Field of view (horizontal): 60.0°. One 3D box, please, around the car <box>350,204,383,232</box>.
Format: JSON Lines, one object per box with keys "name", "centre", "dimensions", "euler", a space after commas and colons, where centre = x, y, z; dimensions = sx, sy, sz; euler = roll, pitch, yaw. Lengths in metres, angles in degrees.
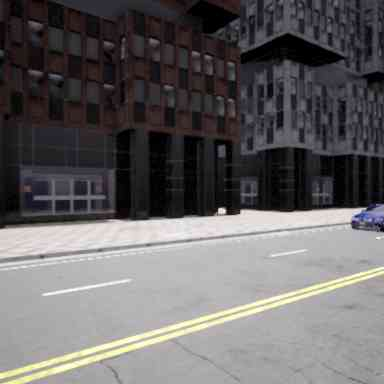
{"name": "car", "centre": [11.326, 1.462, 19.741], "dimensions": [4.674, 1.442, 1.812], "euler": [0, 0, -35]}
